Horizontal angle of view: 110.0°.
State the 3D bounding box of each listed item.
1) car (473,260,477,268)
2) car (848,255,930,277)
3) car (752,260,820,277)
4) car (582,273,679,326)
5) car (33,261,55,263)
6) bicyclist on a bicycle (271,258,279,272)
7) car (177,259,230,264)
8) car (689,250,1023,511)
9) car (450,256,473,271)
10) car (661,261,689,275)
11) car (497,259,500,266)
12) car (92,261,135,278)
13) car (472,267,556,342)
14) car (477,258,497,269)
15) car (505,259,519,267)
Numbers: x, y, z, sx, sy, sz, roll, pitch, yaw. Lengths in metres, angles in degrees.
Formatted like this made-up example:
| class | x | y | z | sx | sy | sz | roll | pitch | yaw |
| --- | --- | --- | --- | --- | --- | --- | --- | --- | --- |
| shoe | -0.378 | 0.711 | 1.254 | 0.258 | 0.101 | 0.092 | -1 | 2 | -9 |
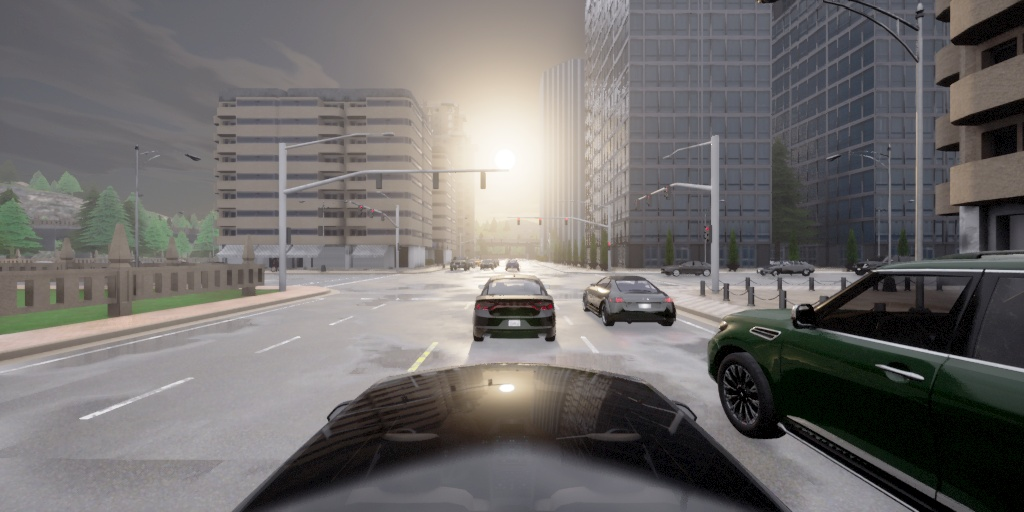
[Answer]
| class | x | y | z | sx | sy | sz | roll | pitch | yaw |
| --- | --- | --- | --- | --- | --- | --- | --- | --- | --- |
| car | -7.125 | 1.255 | 59.278 | 1.837 | 1.490 | 4.892 | 0 | 0 | 0 |
| car | 36.194 | 0.916 | 34.530 | 5.566 | 2.045 | 2.150 | 0 | 0 | 0 |
| car | 26.315 | 1.186 | 34.582 | 4.902 | 1.511 | 2.128 | 0 | 0 | 0 |
| car | 3.571 | 1.314 | 11.622 | 1.994 | 1.385 | 4.181 | 0 | 0 | 0 |
| car | -45.564 | 1.221 | 34.903 | 4.674 | 1.442 | 1.812 | 1 | 0 | 34 |
| bicyclist on a bicycle | -26.109 | 0.995 | 39.787 | 0.582 | 1.620 | 1.656 | 0 | 0 | 7 |
| car | -22.929 | 1.199 | 27.898 | 4.892 | 1.490 | 1.837 | 0 | 0 | 3 |
| car | 3.601 | 0.971 | 2.268 | 2.150 | 2.045 | 5.566 | 0 | 0 | 0 |
| car | -7.132 | 0.972 | 49.574 | 2.150 | 2.045 | 5.566 | 0 | 0 | 0 |
| car | 16.953 | 1.199 | 34.633 | 4.892 | 1.490 | 1.837 | 0 | 0 | 0 |
| car | -3.613 | 1.241 | 62.285 | 2.128 | 1.511 | 4.902 | 0 | 0 | 0 |
| car | -33.627 | 1.296 | 29.379 | 4.718 | 1.301 | 1.895 | 0 | 0 | 17 |
| car | 0.063 | 1.228 | 9.841 | 1.882 | 1.535 | 5.008 | 0 | 0 | 0 |
| car | -3.632 | 1.255 | 52.945 | 1.837 | 1.490 | 4.892 | 0 | 0 | 0 |
| car | 0.043 | 1.275 | 51.997 | 1.812 | 1.442 | 4.674 | 0 | 0 | 0 |
